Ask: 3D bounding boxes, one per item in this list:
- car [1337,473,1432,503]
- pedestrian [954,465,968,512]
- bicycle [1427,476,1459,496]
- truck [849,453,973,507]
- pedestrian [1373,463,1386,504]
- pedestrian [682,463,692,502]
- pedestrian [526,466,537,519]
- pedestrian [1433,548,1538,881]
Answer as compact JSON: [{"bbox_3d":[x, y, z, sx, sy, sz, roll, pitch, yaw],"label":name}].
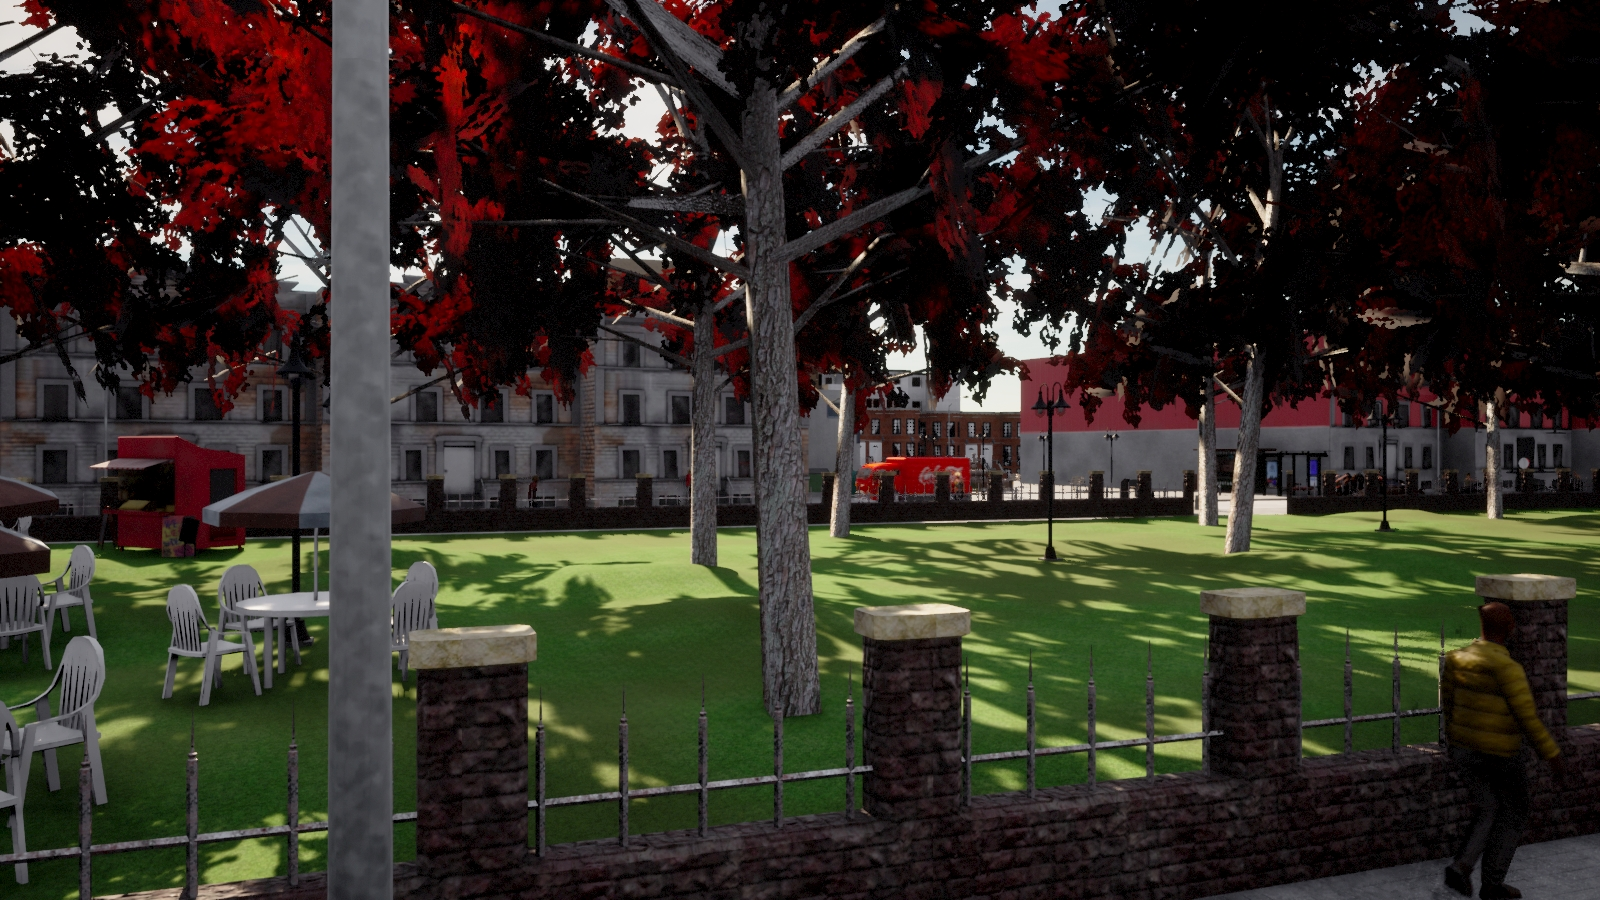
[{"bbox_3d":[30.033,1.931,58.716,4.181,1.385,1.994,-1,0,-20],"label":"car"},{"bbox_3d":[6.427,1.532,45.672,0.375,1.860,0.375,0,0,-35],"label":"pedestrian"},{"bbox_3d":[36.822,2.058,65.430,1.487,1.080,0.859,0,0,-20],"label":"bicycle"},{"bbox_3d":[5.235,1.357,53.932,5.204,2.467,2.627,0,0,-20],"label":"truck"},{"bbox_3d":[26.528,1.542,52.320,0.375,1.860,0.375,0,0,-20],"label":"pedestrian"},{"bbox_3d":[-5.311,1.530,53.807,0.375,1.860,0.375,0,0,-20],"label":"pedestrian"},{"bbox_3d":[-9.674,1.527,41.191,0.375,1.860,0.375,0,0,-16],"label":"pedestrian"},{"bbox_3d":[4.051,1.527,6.759,0.375,1.860,0.375,0,0,-20],"label":"pedestrian"}]
